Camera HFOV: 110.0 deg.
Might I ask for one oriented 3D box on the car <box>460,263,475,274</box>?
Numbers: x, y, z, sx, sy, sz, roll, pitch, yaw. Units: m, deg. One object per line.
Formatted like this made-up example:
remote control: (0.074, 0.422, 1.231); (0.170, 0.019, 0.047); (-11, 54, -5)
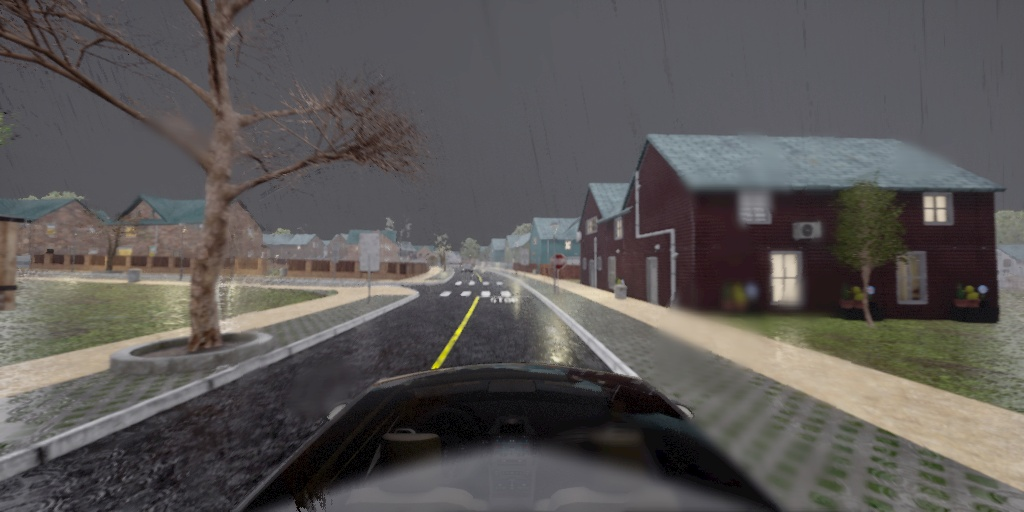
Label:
car: (-6.764, 1.868, 53.967); (1.837, 1.490, 4.892); (0, 0, -9)
